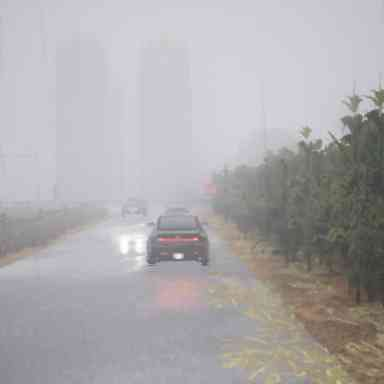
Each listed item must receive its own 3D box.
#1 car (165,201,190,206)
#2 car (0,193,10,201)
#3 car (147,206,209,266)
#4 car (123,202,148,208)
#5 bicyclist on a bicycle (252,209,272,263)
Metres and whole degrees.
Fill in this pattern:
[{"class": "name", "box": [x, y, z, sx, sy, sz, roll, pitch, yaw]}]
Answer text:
[{"class": "car", "box": [-1.109, 1.401, 24.308, 1.812, 1.442, 4.674, 0, 1, -3]}, {"class": "car", "box": [-40.502, 1.152, 67.771, 4.611, 1.667, 2.242, 0, 1, -3]}, {"class": "car", "box": [-0.480, 1.475, 11.494, 1.837, 1.490, 4.892, 0, 1, -3]}, {"class": "car", "box": [-4.428, 1.115, 26.449, 2.128, 1.511, 4.902, 0, 1, -3]}, {"class": "bicyclist on a bicycle", "box": [2.566, 1.283, 9.795, 1.656, 1.620, 0.582, -1, 0, -3]}]
